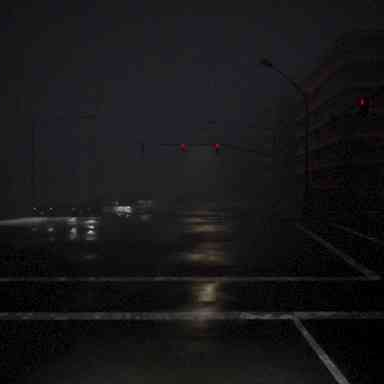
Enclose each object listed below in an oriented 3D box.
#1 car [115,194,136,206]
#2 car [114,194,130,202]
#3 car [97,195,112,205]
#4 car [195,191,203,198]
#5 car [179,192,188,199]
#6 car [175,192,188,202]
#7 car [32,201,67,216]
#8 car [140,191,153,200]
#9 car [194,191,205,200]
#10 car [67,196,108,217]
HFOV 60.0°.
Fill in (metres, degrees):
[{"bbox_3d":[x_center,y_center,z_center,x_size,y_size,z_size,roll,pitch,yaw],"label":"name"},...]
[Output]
[{"bbox_3d":[-9.335,1.164,47.845,2.128,1.511,4.902,0,1,1],"label":"car"},{"bbox_3d":[-12.646,1.013,60.394,1.994,1.385,4.181,0,1,1],"label":"car"},{"bbox_3d":[-12.844,1.162,47.155,1.882,1.535,5.008,0,1,1],"label":"car"},{"bbox_3d":[1.616,0.597,75.807,1.837,1.490,4.892,0,1,1],"label":"car"},{"bbox_3d":[-1.882,0.730,75.897,2.033,1.411,5.357,0,1,1],"label":"car"},{"bbox_3d":[-2.018,1.045,57.463,2.033,1.411,5.357,0,1,1],"label":"car"},{"bbox_3d":[-13.054,1.513,31.277,1.895,1.301,4.718,0,1,1],"label":"car"},{"bbox_3d":[-9.033,0.699,65.999,2.097,1.767,4.553,0,1,1],"label":"car"},{"bbox_3d":[1.489,0.701,65.761,2.097,1.767,4.553,0,1,1],"label":"car"},{"bbox_3d":[-9.550,1.441,30.830,1.812,1.442,4.674,0,1,0],"label":"car"}]
